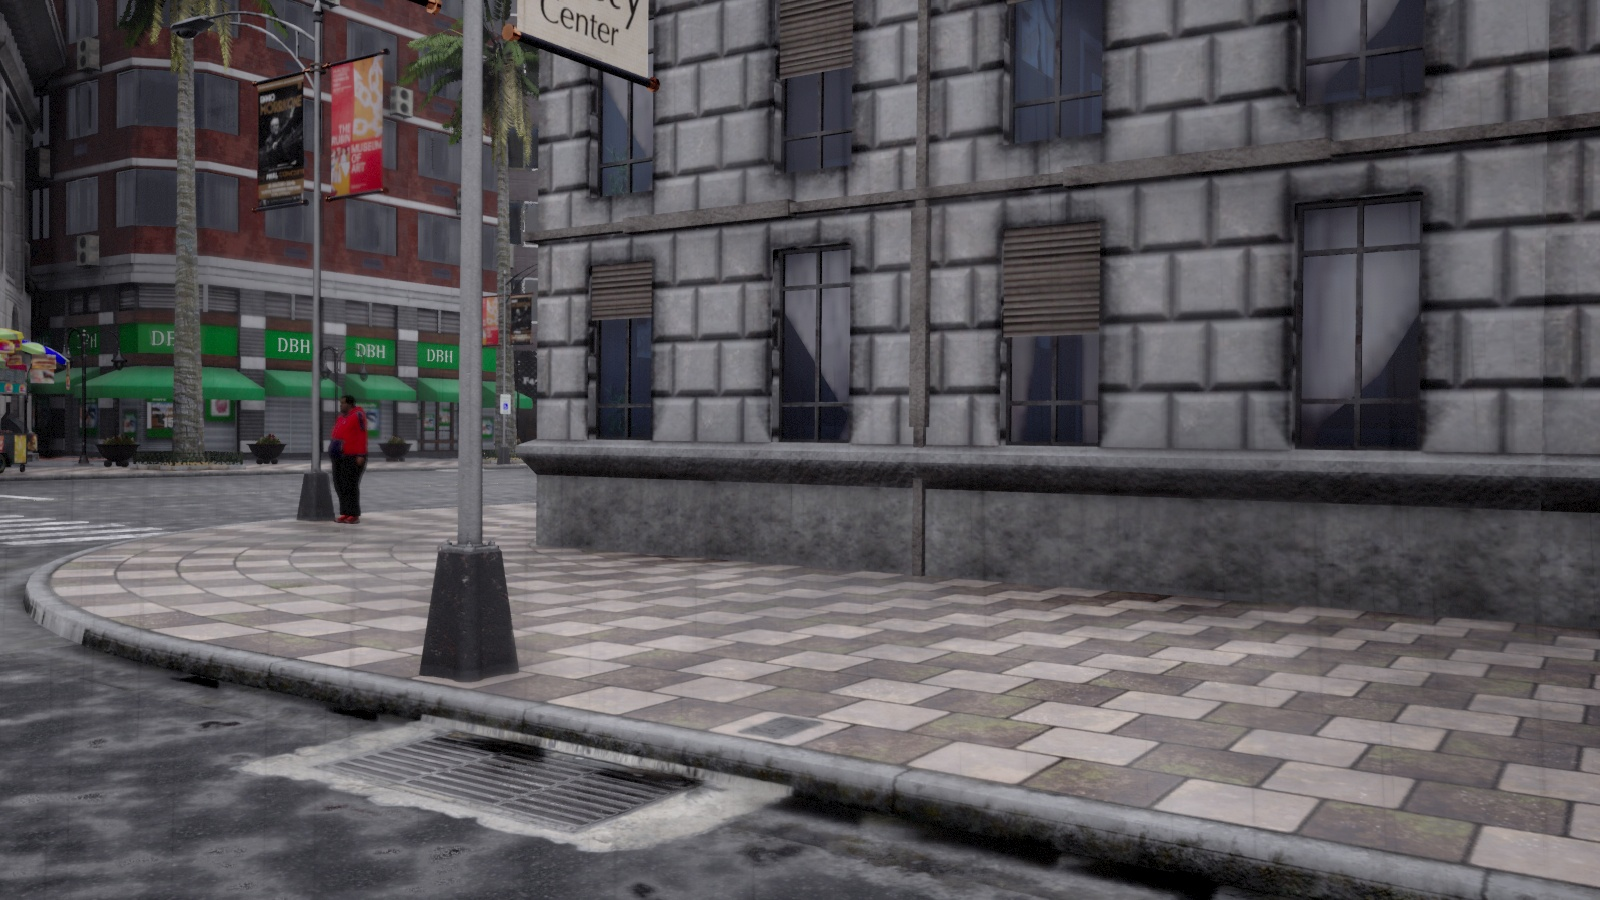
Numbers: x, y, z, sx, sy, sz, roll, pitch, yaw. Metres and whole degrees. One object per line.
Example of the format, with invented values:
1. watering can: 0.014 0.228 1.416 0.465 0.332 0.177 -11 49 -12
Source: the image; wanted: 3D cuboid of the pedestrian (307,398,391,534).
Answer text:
1. pedestrian: -6.311 0.205 17.586 0.634 1.844 0.899 0 1 43
